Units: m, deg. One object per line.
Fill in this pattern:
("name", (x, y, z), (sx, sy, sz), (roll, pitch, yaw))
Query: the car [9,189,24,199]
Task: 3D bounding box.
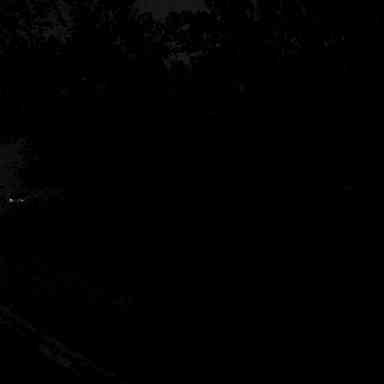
("car", (-32.899, 0.328, 62.430), (2.097, 1.767, 4.553), (0, 2, -20))
